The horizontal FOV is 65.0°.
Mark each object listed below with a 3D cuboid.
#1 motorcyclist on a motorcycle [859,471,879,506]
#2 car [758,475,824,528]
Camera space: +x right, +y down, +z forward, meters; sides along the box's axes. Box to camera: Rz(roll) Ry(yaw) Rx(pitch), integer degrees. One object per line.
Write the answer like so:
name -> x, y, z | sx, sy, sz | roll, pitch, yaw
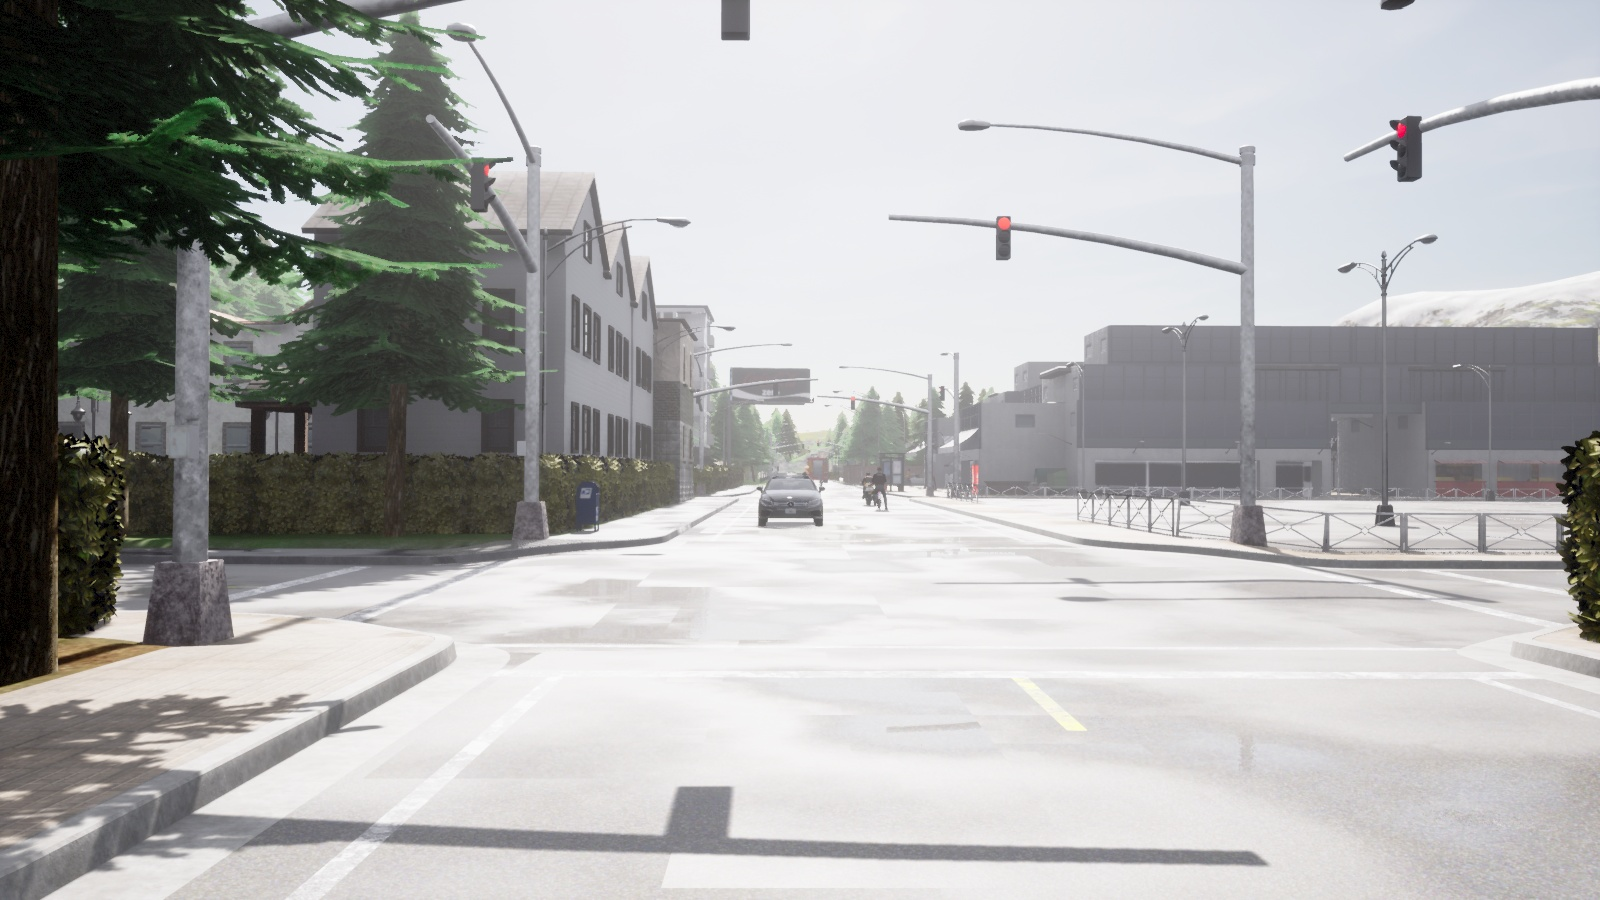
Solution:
motorcyclist on a motorcycle -> 3.109, 1.733, 56.791 | 0.797, 1.523, 2.044 | 0, -1, 0
car -> -0.258, 1.455, 36.731 | 1.812, 1.442, 4.674 | 0, -1, 0
